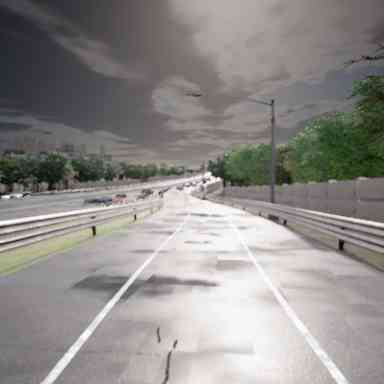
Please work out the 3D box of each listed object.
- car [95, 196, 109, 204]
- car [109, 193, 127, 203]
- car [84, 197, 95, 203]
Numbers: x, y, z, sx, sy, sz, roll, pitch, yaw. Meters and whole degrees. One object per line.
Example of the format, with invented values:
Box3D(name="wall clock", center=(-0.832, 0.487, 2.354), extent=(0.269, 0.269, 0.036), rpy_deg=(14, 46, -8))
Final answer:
Box3D(name="car", center=(-20.277, 1.751, 78.352), extent=(2.097, 1.767, 4.553), rpy_deg=(1, 3, 10))
Box3D(name="car", center=(-16.826, 1.795, 77.766), extent=(2.097, 1.767, 4.553), rpy_deg=(1, 3, 10))
Box3D(name="car", center=(-23.723, 1.875, 78.975), extent=(2.128, 1.511, 4.902), rpy_deg=(1, 3, 10))
